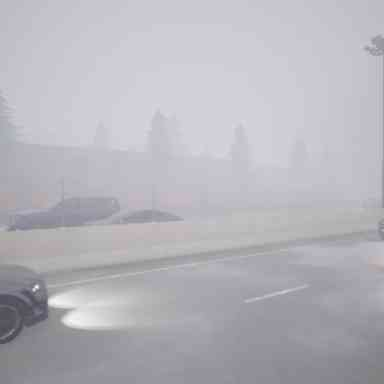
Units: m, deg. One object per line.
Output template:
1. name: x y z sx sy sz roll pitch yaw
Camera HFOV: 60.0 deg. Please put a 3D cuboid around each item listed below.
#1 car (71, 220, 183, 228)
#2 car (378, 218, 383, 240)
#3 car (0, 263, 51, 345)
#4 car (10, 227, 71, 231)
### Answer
1. car: -2.602 1.507 15.033 4.892 1.490 1.837 0 0 -36
2. car: 10.619 1.512 15.621 4.892 1.490 1.837 0 0 -36
3. car: -4.385 1.563 4.918 4.181 1.385 1.994 0 0 -36
4. car: -6.139 1.222 16.811 5.566 2.045 2.150 0 0 -36
